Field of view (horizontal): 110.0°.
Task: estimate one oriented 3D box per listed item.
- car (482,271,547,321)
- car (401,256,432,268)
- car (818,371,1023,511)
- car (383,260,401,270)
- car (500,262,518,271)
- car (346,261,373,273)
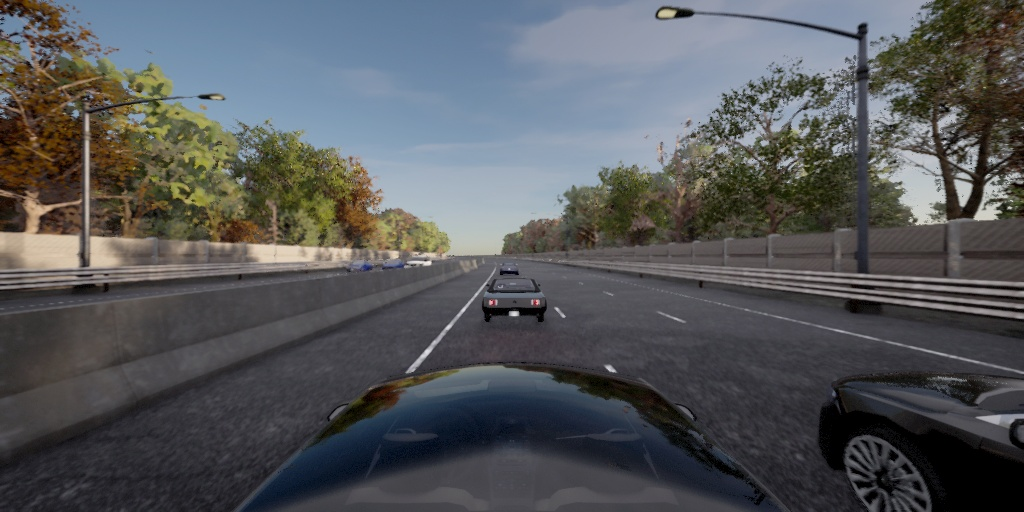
[{"bbox_3d":[0.054,1.355,12.422,1.895,1.301,4.718,0,0,0],"label":"car"},{"bbox_3d":[-11.106,0.985,43.006,2.150,2.045,5.566,0,0,-1],"label":"car"},{"bbox_3d":[3.592,1.241,1.123,2.128,1.511,4.902,0,0,0],"label":"car"},{"bbox_3d":[-14.651,1.241,44.998,1.882,1.535,5.008,0,0,-1],"label":"car"},{"bbox_3d":[-0.329,1.328,39.174,1.994,1.385,4.181,0,0,-1],"label":"car"},{"bbox_3d":[-18.103,1.288,42.873,1.812,1.442,4.674,0,0,-1],"label":"car"}]
